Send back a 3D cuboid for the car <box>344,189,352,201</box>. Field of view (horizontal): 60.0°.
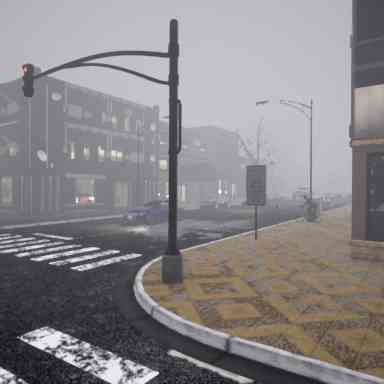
[{"bbox_3d":[25.469,0.618,51.649,1.887,1.381,4.507,2,2,35],"label":"car"}]

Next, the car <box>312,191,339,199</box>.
[{"bbox_3d":[18.587,0.788,46.281,1.895,1.301,4.718,1,1,35],"label":"car"}]

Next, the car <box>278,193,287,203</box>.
[{"bbox_3d":[12.158,0.766,47.209,1.802,1.307,4.206,2,2,35],"label":"car"}]

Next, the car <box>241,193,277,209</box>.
[{"bbox_3d":[6.859,0.898,34.962,1.882,1.535,5.008,1,1,35],"label":"car"}]

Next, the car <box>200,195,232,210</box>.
[{"bbox_3d":[2.440,1.011,33.345,2.008,1.369,4.403,2,2,35],"label":"car"}]

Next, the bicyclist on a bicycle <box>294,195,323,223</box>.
[{"bbox_3d":[6.821,1.003,19.567,1.656,1.620,0.582,0,1,35],"label":"bicyclist on a bicycle"}]

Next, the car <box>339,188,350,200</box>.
[{"bbox_3d":[24.271,0.571,54.515,2.033,1.411,5.357,1,1,36],"label":"car"}]

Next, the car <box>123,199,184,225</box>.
[{"bbox_3d":[-2.354,1.211,21.662,1.812,1.442,4.674,1,1,35],"label":"car"}]

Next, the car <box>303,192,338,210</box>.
[{"bbox_3d":[12.701,0.993,33.035,2.008,1.369,4.403,2,2,35],"label":"car"}]

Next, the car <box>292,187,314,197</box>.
[{"bbox_3d":[16.329,0.095,48.457,2.150,2.045,5.566,1,1,35],"label":"car"}]
